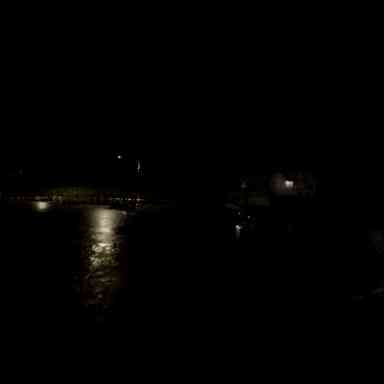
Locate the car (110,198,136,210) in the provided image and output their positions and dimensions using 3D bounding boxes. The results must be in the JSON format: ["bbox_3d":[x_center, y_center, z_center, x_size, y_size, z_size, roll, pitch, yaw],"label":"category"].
[{"bbox_3d":[-8.528,1.473,41.024,1.994,1.385,4.181,2,-1,-36],"label":"car"}]

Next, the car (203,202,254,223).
[{"bbox_3d":[2.680,1.508,25.610,1.812,1.442,4.674,2,-1,-36],"label":"car"}]

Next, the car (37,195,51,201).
[{"bbox_3d":[-38.100,1.759,86.434,1.895,1.301,4.718,2,-2,-36],"label":"car"}]
